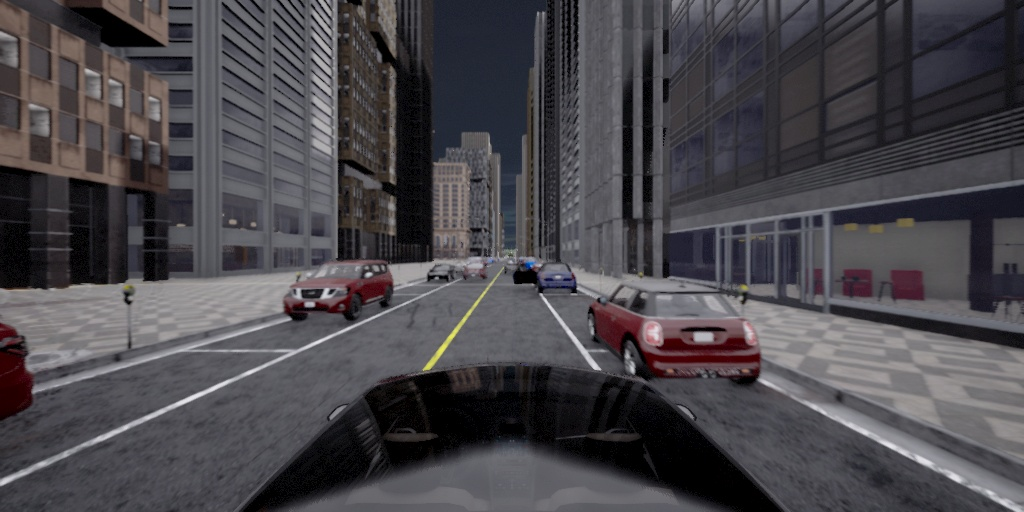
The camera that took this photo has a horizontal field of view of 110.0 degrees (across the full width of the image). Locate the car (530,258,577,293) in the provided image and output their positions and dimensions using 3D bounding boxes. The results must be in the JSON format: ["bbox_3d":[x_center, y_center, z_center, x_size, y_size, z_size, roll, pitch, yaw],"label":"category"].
[{"bbox_3d":[2.389,1.110,20.739,2.097,1.767,4.553,0,0,0],"label":"car"}]

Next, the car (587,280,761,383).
[{"bbox_3d":[2.763,1.192,7.102,1.967,1.591,4.097,0,0,0],"label":"car"}]

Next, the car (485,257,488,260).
[{"bbox_3d":[-5.761,1.214,63.504,1.967,1.591,4.097,0,0,0],"label":"car"}]

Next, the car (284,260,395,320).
[{"bbox_3d":[-5.763,1.069,12.737,2.192,1.841,5.009,0,0,0],"label":"car"}]

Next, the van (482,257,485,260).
[{"bbox_3d":[-5.761,1.113,57.863,1.690,1.789,3.998,0,0,0],"label":"van"}]

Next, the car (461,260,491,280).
[{"bbox_3d":[-3.094,1.287,31.041,1.812,1.442,4.674,0,0,0],"label":"car"}]

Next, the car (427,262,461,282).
[{"bbox_3d":[-5.762,1.327,29.660,1.948,1.339,4.313,0,0,0],"label":"car"}]

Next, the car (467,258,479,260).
[{"bbox_3d":[-5.762,1.293,46.412,1.751,1.417,4.829,0,0,0],"label":"car"}]

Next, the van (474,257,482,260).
[{"bbox_3d":[-5.762,1.110,52.223,1.690,1.789,3.998,0,0,0],"label":"van"}]

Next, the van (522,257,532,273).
[{"bbox_3d":[2.764,1.111,52.227,1.690,1.789,3.998,0,0,0],"label":"van"}]

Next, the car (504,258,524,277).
[{"bbox_3d":[0.032,1.259,42.291,2.128,1.511,4.902,0,0,0],"label":"car"}]

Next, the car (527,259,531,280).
[{"bbox_3d":[2.763,1.309,35.305,1.888,1.381,4.507,0,0,0],"label":"car"}]

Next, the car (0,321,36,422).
[{"bbox_3d":[-5.763,1.064,1.456,2.192,1.841,5.009,0,0,0],"label":"car"}]
